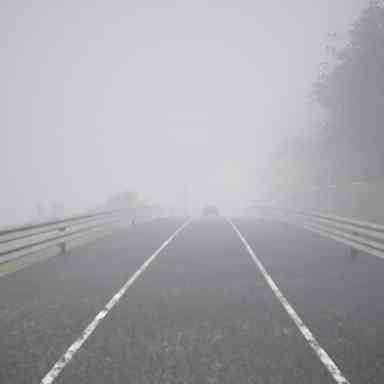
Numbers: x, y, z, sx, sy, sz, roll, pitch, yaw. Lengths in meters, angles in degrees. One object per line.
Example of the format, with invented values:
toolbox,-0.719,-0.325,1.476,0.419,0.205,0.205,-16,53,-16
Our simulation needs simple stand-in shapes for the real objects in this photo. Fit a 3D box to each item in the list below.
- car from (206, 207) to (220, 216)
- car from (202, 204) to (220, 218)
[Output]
car,3.177,2.938,49.998,1.994,1.385,4.181,0,-4,6
car,2.175,2.183,38.490,1.837,1.490,4.892,0,-3,5
